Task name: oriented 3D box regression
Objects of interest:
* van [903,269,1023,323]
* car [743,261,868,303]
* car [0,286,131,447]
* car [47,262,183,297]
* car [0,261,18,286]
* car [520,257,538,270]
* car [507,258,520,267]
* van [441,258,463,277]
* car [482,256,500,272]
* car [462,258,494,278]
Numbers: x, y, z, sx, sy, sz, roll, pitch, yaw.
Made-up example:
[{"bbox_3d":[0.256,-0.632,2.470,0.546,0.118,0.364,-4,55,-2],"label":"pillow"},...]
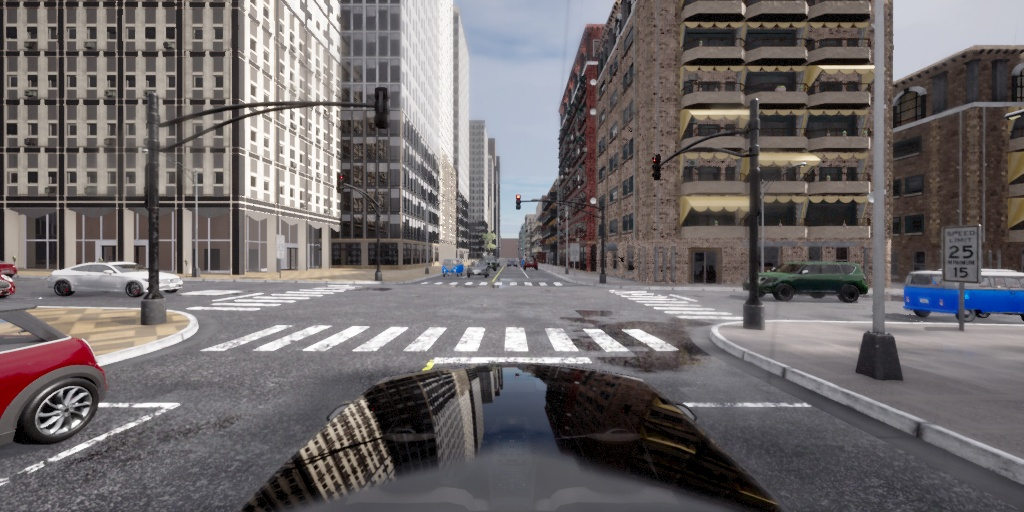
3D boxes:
[{"bbox_3d":[16.903,1.453,13.091,3.998,1.789,1.690,0,0,0],"label":"van"},{"bbox_3d":[15.445,1.296,19.012,5.566,2.045,2.150,1,0,0],"label":"car"},{"bbox_3d":[-5.691,1.190,2.357,1.967,1.591,4.097,0,0,0],"label":"car"},{"bbox_3d":[-17.277,0.974,15.709,4.674,1.442,1.812,1,0,-2],"label":"car"},{"bbox_3d":[-21.156,0.818,13.112,4.097,1.591,1.967,0,0,0],"label":"car"},{"bbox_3d":[2.651,1.078,51.492,2.192,1.841,5.009,0,0,0],"label":"car"},{"bbox_3d":[0.050,1.372,64.508,1.895,1.301,4.718,0,0,0],"label":"car"},{"bbox_3d":[-5.716,1.096,34.831,1.690,1.789,3.998,0,0,0],"label":"van"},{"bbox_3d":[-3.135,0.980,47.618,2.150,2.045,5.566,0,0,0],"label":"car"},{"bbox_3d":[-3.127,1.247,33.965,2.128,1.511,4.902,0,0,0],"label":"car"}]
